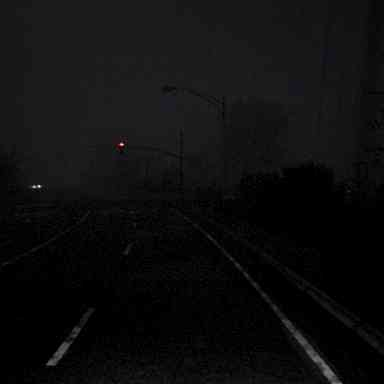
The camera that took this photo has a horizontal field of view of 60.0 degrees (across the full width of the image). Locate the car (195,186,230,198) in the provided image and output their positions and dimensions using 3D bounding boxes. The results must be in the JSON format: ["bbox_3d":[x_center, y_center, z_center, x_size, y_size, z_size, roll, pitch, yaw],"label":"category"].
[{"bbox_3d":[2.745,-0.063,44.358,4.902,1.511,2.128,0,3,-24],"label":"car"}]

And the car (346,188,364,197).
[{"bbox_3d":[31.289,0.011,64.905,4.553,1.767,2.097,2,2,-24],"label":"car"}]

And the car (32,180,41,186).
[{"bbox_3d":[-40.104,-2.426,85.615,2.128,1.511,4.902,-2,3,-28],"label":"car"}]
